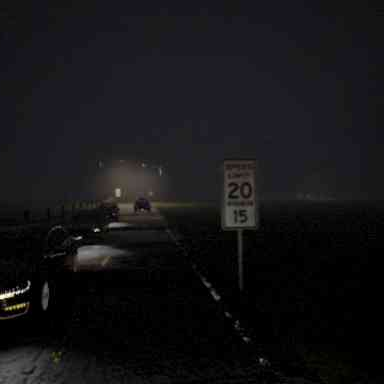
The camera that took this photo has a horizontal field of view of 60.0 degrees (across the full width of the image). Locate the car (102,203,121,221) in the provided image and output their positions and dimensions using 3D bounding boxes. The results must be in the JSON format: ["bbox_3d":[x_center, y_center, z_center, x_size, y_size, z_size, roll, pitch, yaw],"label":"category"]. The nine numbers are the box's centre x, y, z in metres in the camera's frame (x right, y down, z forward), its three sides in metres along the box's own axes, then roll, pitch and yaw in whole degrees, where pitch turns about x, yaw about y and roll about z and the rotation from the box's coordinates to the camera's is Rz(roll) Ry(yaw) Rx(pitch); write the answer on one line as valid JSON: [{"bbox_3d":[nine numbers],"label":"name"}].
[{"bbox_3d":[-6.943,1.620,27.631,2.033,1.411,5.357,-1,0,-9],"label":"car"}]

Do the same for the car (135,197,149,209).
[{"bbox_3d":[-7.227,1.542,48.078,1.837,1.490,4.892,-1,1,-8],"label":"car"}]

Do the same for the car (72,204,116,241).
[{"bbox_3d":[-5.325,1.611,17.155,2.033,1.411,5.357,-1,0,-9],"label":"car"}]

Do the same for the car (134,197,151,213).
[{"bbox_3d":[-5.741,1.631,38.520,1.895,1.301,4.718,-1,0,-9],"label":"car"}]

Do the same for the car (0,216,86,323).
[{"bbox_3d":[-3.826,1.558,7.485,1.837,1.490,4.892,-1,0,-9],"label":"car"}]
